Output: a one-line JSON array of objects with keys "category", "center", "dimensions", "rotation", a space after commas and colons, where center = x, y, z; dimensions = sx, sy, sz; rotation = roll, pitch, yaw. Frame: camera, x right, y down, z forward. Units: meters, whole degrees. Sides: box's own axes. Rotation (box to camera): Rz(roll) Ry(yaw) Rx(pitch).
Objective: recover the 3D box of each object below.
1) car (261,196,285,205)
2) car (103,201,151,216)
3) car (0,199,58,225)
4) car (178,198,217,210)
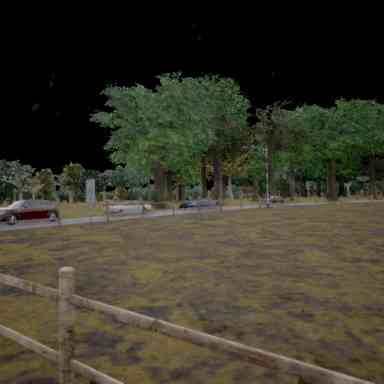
[{"category": "car", "center": [12.367, 1.311, 50.971], "dimensions": [4.674, 1.442, 1.812], "rotation": [-1, -1, -37]}, {"category": "car", "center": [-6.231, 1.553, 32.244], "dimensions": [1.895, 1.301, 4.718], "rotation": [-2, -1, 38]}, {"category": "car", "center": [-12.140, 1.354, 24.102], "dimensions": [2.097, 1.767, 4.553], "rotation": [-2, -1, 35]}, {"category": "car", "center": [0.752, 1.427, 40.536], "dimensions": [2.033, 1.411, 5.357], "rotation": [-2, -1, 43]}]
